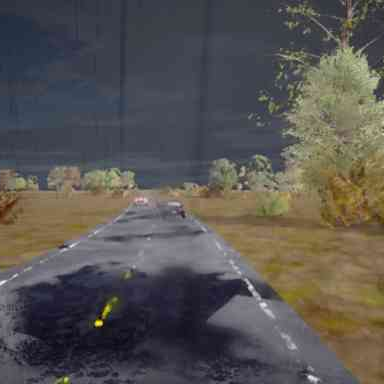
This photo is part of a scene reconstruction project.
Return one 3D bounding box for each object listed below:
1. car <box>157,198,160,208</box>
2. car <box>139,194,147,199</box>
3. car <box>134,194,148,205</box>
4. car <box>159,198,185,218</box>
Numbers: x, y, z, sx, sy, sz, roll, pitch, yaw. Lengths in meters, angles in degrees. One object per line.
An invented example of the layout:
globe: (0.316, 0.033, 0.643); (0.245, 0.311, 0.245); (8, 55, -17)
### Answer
car: (-3.821, 1.455, 45.175); (1.895, 1.301, 4.718); (0, 0, -8)
car: (-13.735, 1.266, 93.008); (1.994, 1.385, 4.181); (0, 0, -8)
car: (-8.141, 1.188, 53.146); (2.097, 1.767, 4.553); (0, 0, -8)
car: (-1.643, 1.431, 28.578); (1.812, 1.442, 4.674); (0, 0, -6)
